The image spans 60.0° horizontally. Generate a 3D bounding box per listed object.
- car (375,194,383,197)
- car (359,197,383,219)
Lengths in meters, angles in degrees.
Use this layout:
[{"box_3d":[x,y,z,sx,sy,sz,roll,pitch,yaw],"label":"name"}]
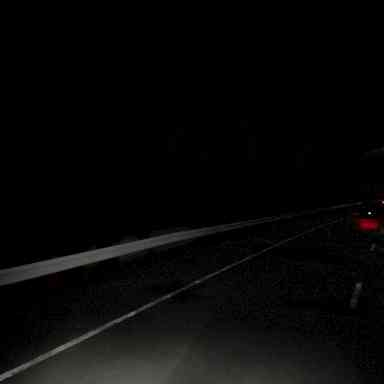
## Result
[{"box_3d":[22.195,1.221,38.080,2.150,2.045,5.566,0,0,36],"label":"car"},{"box_3d":[16.120,1.505,29.556,1.837,1.490,4.892,0,0,35],"label":"car"}]
